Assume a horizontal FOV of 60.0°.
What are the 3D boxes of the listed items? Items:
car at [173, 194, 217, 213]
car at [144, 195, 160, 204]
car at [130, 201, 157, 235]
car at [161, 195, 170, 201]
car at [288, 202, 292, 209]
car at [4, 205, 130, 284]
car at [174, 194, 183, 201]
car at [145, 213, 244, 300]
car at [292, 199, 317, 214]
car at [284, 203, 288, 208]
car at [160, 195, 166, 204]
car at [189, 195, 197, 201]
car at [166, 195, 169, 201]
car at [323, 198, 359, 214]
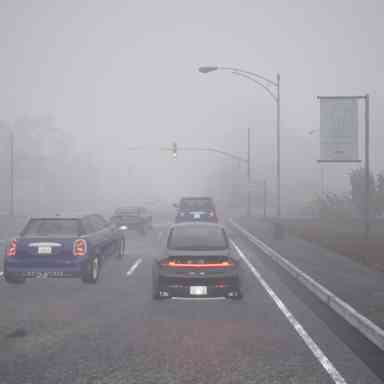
[{"bbox_3d":[0.166,1.221,18.202,2.150,2.045,5.566,0,0,-2],"label":"car"},{"bbox_3d":[-6.955,1.523,55.694,1.812,1.442,4.674,0,0,0],"label":"car"},{"bbox_3d":[-3.357,1.505,18.884,1.837,1.490,4.892,0,0,0],"label":"car"},{"bbox_3d":[-6.801,1.491,85.156,1.837,1.490,4.892,0,0,0],"label":"car"},{"bbox_3d":[14.142,1.503,38.618,4.892,1.490,1.837,0,0,3],"label":"car"},{"bbox_3d":[-3.377,1.352,9.768,2.097,1.767,4.553,0,0,0],"label":"car"},{"bbox_3d":[-3.307,1.352,82.752,2.097,1.767,4.553,0,0,0],"label":"car"},{"bbox_3d":[0.120,1.504,8.353,1.837,1.490,4.892,0,0,0],"label":"car"},{"bbox_3d":[13.544,1.476,34.947,5.008,1.535,1.882,0,0,3],"label":"car"},{"bbox_3d":[14.552,1.545,42.101,5.357,1.411,2.033,0,0,3],"label":"car"},{"bbox_3d":[-6.883,1.545,65.421,2.033,1.411,5.357,0,0,1],"label":"car"},{"bbox_3d":[0.201,1.467,85.903,1.882,1.535,5.008,0,0,0],"label":"car"},{"bbox_3d":[-6.825,1.475,75.199,1.882,1.535,5.008,0,0,0],"label":"car"},{"bbox_3d":[15.136,1.350,31.347,4.553,1.767,2.097,0,0,3],"label":"car"}]
